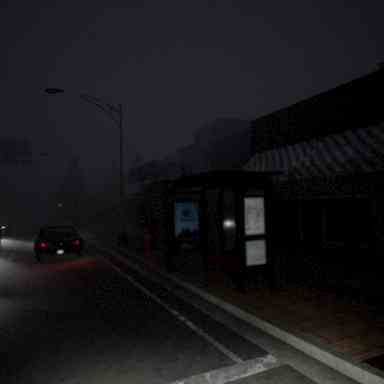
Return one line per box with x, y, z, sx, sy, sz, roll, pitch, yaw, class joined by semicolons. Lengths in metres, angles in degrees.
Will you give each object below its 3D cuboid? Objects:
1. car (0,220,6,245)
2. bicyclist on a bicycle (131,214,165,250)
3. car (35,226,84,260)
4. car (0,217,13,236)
-11.843;2.510;18.611;1.895;1.301;4.718;-1;-2;-25;car
-2.000;1.807;15.205;1.656;1.620;0.582;-1;-2;-25;bicyclist on a bicycle
-6.331;2.246;15.601;1.895;1.301;4.718;-1;-2;-25;car
-15.990;2.829;27.551;2.128;1.511;4.902;-1;-2;-25;car
